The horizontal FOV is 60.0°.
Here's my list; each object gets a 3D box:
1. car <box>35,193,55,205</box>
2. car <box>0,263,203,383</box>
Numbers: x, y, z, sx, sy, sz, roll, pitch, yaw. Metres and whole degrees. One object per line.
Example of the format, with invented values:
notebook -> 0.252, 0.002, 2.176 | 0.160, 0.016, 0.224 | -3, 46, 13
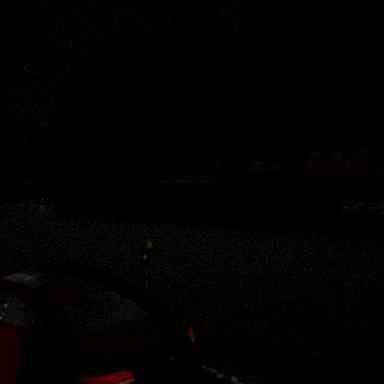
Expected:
car -> -18.147, 0.847, 43.741 | 1.837, 1.490, 4.892 | 1, 2, 35
car -> -1.831, 1.581, 4.108 | 4.206, 1.307, 1.802 | 0, 1, 36
